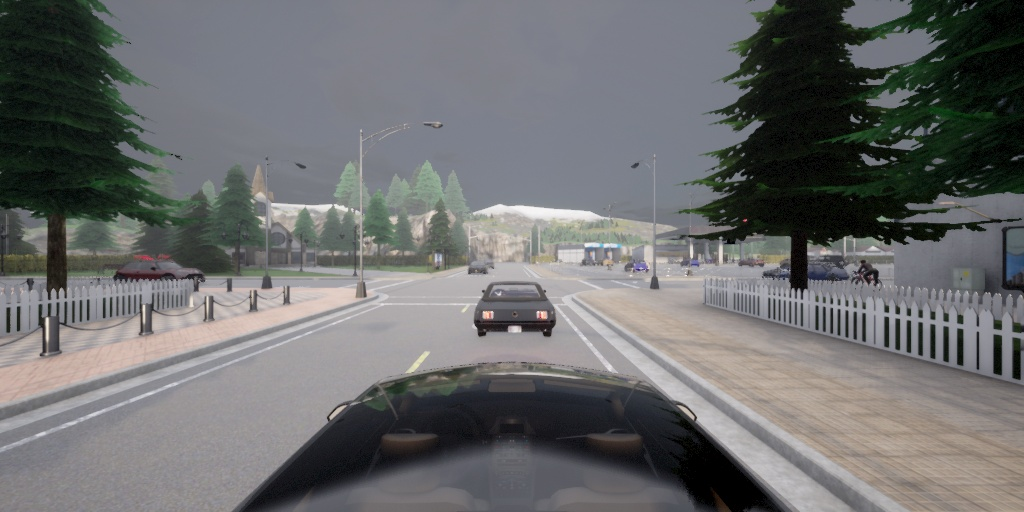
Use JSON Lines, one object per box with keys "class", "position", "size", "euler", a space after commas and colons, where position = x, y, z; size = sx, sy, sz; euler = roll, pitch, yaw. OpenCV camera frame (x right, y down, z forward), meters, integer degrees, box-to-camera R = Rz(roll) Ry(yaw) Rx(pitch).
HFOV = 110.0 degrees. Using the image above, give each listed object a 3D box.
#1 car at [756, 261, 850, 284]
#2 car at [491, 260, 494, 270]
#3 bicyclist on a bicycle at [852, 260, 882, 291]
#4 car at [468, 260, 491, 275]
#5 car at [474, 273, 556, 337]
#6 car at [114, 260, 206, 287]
{"class": "car", "position": [21.607, 1.280, 26.541], "size": [5.357, 1.411, 2.033], "euler": [0, 0, 1]}
{"class": "car", "position": [-3.639, 1.293, 54.289], "size": [2.033, 1.411, 5.357], "euler": [0, 0, 0]}
{"class": "bicyclist on a bicycle", "position": [18.851, 1.034, 19.083], "size": [0.582, 1.620, 1.656], "euler": [0, 0, 1]}
{"class": "car", "position": [-3.635, 1.225, 38.917], "size": [1.882, 1.535, 5.008], "euler": [0, 0, 0]}
{"class": "car", "position": [0.060, 1.350, 10.238], "size": [1.895, 1.301, 4.718], "euler": [0, 0, 0]}
{"class": "car", "position": [-22.679, 1.085, 23.235], "size": [4.553, 1.767, 2.097], "euler": [0, 0, 1]}
